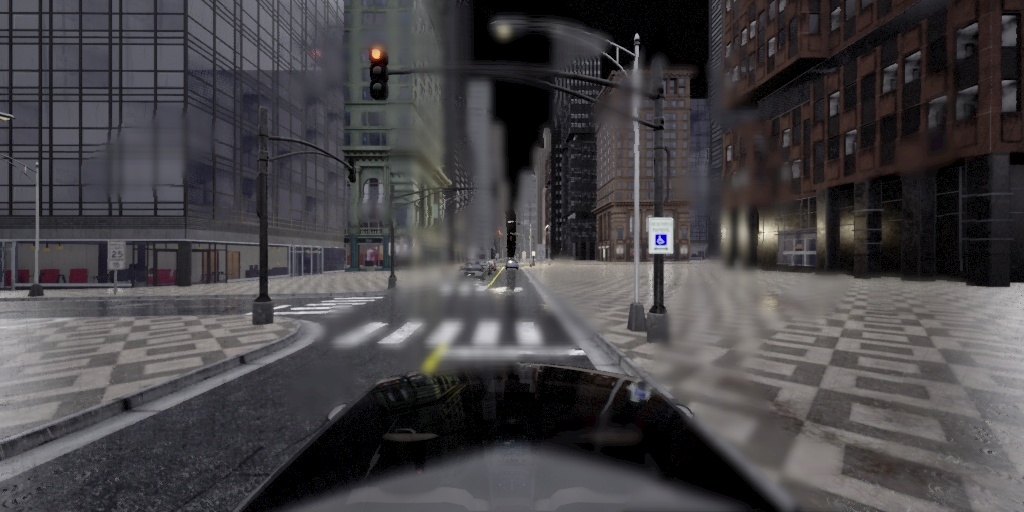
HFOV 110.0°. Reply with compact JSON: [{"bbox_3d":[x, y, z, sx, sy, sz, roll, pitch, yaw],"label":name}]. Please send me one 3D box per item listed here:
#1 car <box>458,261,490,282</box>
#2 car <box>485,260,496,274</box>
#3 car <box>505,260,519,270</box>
[{"bbox_3d":[-3.111,1.314,28.981,1.994,1.385,4.181,0,0,0],"label":"car"},{"bbox_3d":[-3.105,1.244,37.952,2.128,1.511,4.902,0,0,0],"label":"car"},{"bbox_3d":[-0.015,1.325,53.394,1.994,1.385,4.181,0,0,0],"label":"car"}]
